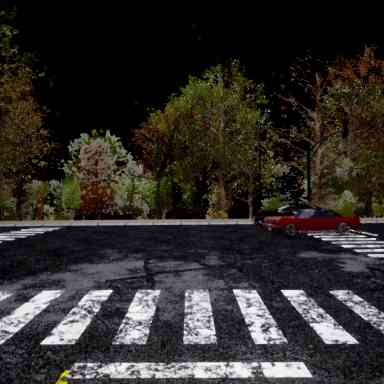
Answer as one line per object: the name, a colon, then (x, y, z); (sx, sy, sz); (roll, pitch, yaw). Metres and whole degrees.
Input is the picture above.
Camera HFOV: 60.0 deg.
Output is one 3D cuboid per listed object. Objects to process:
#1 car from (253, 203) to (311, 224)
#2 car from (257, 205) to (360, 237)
car: (6.390, 1.495, 21.310); (4.892, 1.490, 1.837); (0, -1, 1)
car: (6.091, 1.539, 17.289); (4.718, 1.301, 1.895); (0, -1, -12)
